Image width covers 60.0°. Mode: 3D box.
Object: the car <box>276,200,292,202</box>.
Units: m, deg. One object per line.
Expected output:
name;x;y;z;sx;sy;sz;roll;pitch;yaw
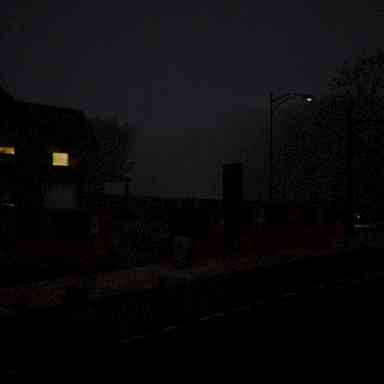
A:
car;9.949;1.516;37.234;1.895;1.301;4.718;0;0;-36

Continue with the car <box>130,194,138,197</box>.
car;-12.838;1.238;68.945;2.128;1.511;4.902;0;0;-36

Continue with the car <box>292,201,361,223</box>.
car;10.324;1.472;25.232;1.812;1.442;4.674;0;0;-36

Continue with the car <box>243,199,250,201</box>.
car;5.009;1.437;32.629;1.812;1.442;4.674;0;0;-36

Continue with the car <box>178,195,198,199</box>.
car;-0.210;1.227;39.887;2.097;1.767;4.553;0;0;-36
